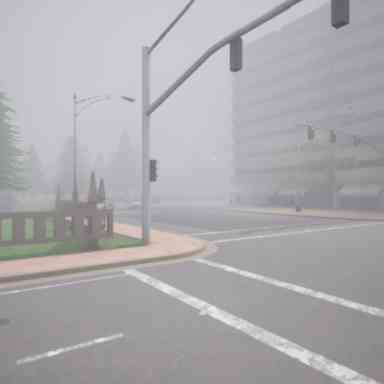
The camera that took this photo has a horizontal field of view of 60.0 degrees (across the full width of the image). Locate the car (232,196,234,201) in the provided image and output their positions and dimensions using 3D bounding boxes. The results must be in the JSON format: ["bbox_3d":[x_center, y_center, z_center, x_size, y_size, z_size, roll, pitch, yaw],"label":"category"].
[{"bbox_3d":[11.531,1.439,81.184,4.674,1.442,1.812,0,0,-35],"label":"car"}]

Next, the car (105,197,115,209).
[{"bbox_3d":[-10.681,1.430,41.599,2.128,1.511,4.902,0,0,-11],"label":"car"}]

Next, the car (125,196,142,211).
[{"bbox_3d":[-6.743,1.464,40.023,1.812,1.442,4.674,0,0,-14],"label":"car"}]

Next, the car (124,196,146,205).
[{"bbox_3d":[-10.442,1.513,61.358,2.033,1.411,5.357,0,0,14],"label":"car"}]

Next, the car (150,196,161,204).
[{"bbox_3d":[-7.056,1.435,60.470,2.128,1.511,4.902,0,0,14],"label":"car"}]
